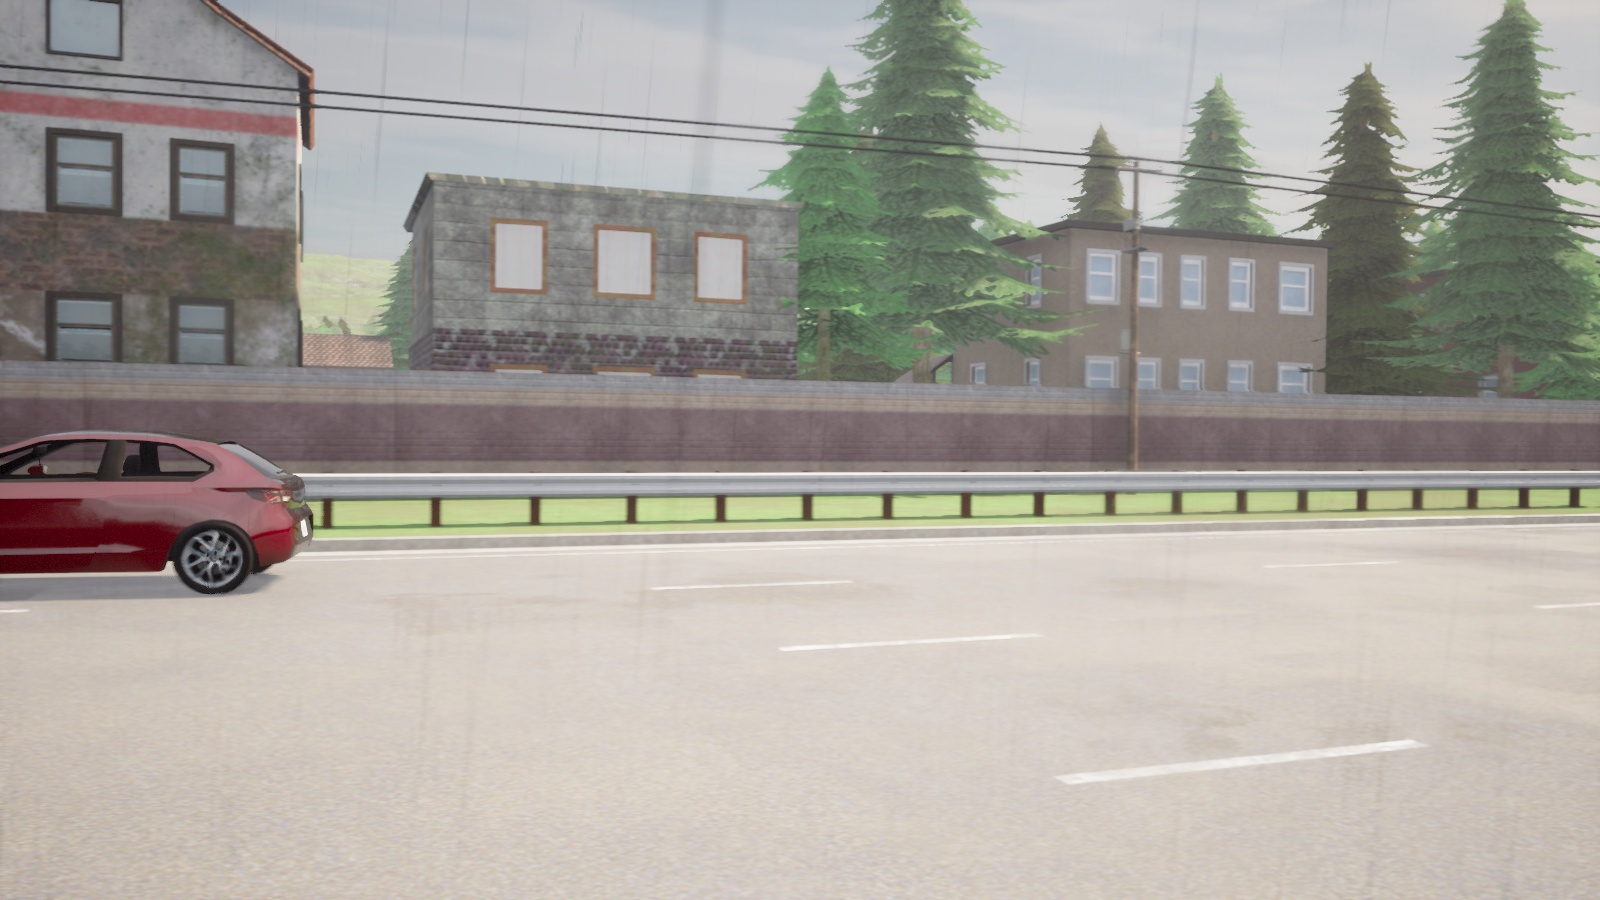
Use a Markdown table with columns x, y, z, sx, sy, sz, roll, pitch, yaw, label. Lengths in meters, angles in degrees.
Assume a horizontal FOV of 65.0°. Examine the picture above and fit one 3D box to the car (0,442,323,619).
| x | y | z | sx | sy | sz | roll | pitch | yaw | label |
| --- | --- | --- | --- | --- | --- | --- | --- | --- | --- |
| -6.812 | 0.695 | 11.714 | 4.193 | 1.474 | 1.816 | -1 | 1 | -13 | car |
